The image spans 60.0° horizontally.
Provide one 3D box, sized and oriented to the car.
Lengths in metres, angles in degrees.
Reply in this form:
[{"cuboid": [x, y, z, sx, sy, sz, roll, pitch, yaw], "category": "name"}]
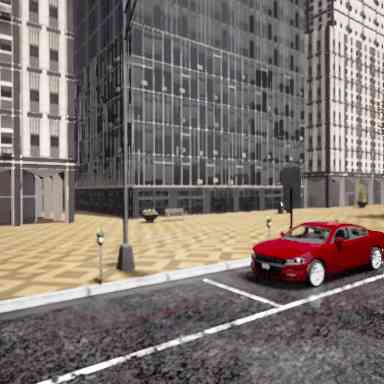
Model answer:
[{"cuboid": [3.562, 1.483, 9.108, 4.507, 1.381, 1.887, -1, 0, -36], "category": "car"}]
